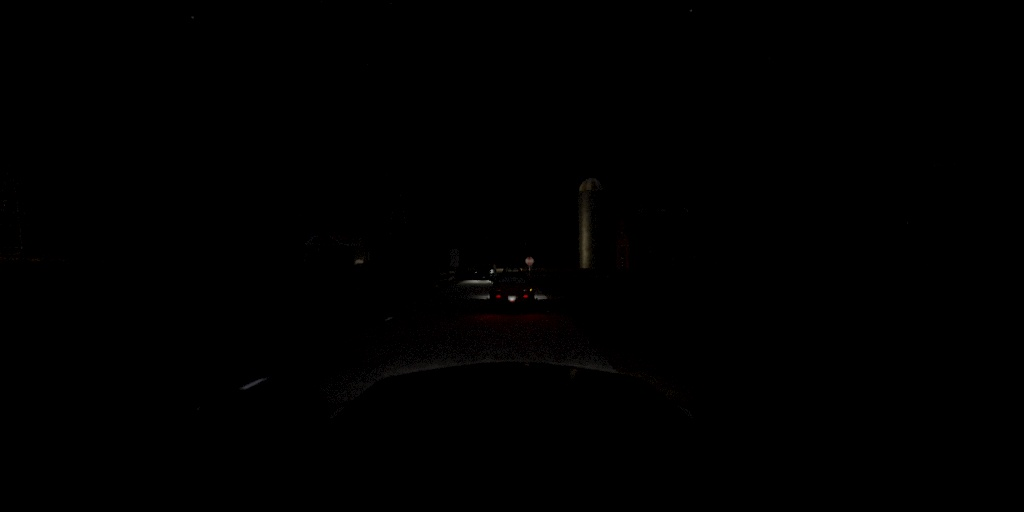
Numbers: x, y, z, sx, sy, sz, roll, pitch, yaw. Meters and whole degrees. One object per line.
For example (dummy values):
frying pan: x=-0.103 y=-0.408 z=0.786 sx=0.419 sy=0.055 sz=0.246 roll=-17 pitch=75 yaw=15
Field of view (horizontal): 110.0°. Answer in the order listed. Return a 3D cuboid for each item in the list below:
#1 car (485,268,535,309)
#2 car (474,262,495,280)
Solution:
car: x=0.023 y=1.432 z=15.759 sx=1.812 sy=1.442 sz=4.674 roll=0 pitch=0 yaw=1
car: x=-2.777 y=1.549 z=37.510 sx=2.097 sy=1.767 sz=4.553 roll=0 pitch=-1 yaw=0
